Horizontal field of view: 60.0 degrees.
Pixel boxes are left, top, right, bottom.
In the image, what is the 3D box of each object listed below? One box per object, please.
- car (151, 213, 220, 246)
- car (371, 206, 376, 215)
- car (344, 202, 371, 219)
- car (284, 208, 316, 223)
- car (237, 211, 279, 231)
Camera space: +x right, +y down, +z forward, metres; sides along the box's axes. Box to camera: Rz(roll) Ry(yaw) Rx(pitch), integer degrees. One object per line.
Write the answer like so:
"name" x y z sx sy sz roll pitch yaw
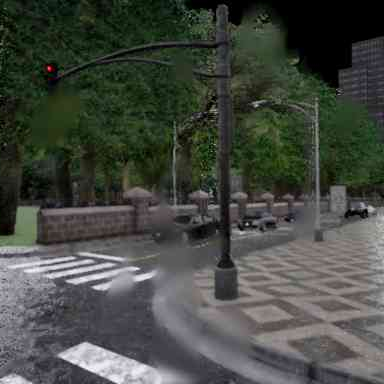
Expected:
"car" -0.146 1.937 18.344 1.882 1.535 5.008 -1 -2 35
"car" 27.476 2.860 51.882 1.812 1.442 4.674 -1 -2 35
"car" 21.350 2.327 43.218 2.150 2.045 5.566 -1 -2 35
"car" 11.295 2.419 34.517 2.033 1.411 5.357 -1 -2 35
"car" 5.160 2.212 25.845 1.994 1.385 4.181 -1 -2 35
